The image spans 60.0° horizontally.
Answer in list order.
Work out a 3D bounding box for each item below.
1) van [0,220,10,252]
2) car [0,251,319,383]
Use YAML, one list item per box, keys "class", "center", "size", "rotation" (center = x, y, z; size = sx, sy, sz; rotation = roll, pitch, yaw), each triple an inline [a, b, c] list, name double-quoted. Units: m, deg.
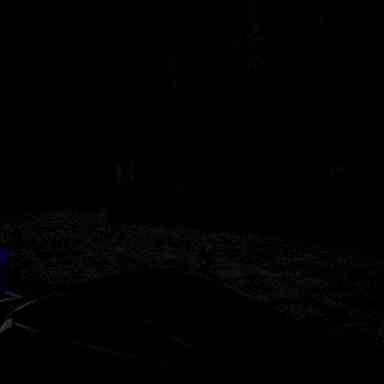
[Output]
- class: "van"
  center: [-5.459, 1.345, 6.969]
  size: [3.998, 1.788, 1.690]
  rotation: [0, 0, 36]
- class: "car"
  center: [-0.860, 1.567, 3.689]
  size: [4.313, 1.339, 1.947]
  rotation: [0, 0, 36]
